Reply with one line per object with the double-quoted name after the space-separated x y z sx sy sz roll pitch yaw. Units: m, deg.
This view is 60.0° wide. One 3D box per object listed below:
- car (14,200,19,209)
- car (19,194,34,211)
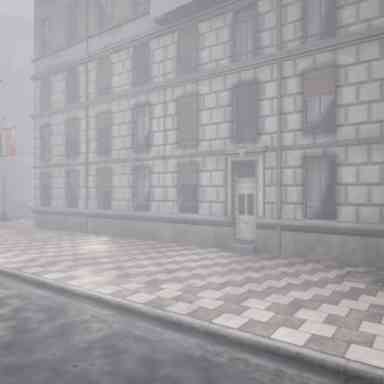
-19.281 1.221 41.826 2.150 2.045 5.566 0 0 36 "car"
-17.089 1.352 38.878 2.097 1.767 4.553 0 0 36 "car"
